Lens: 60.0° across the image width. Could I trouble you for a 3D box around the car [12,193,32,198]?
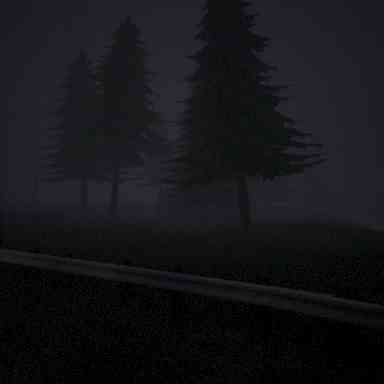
[{"bbox_3d":[-38.871,1.225,76.228,2.150,2.045,5.566,0,0,1],"label":"car"}]
